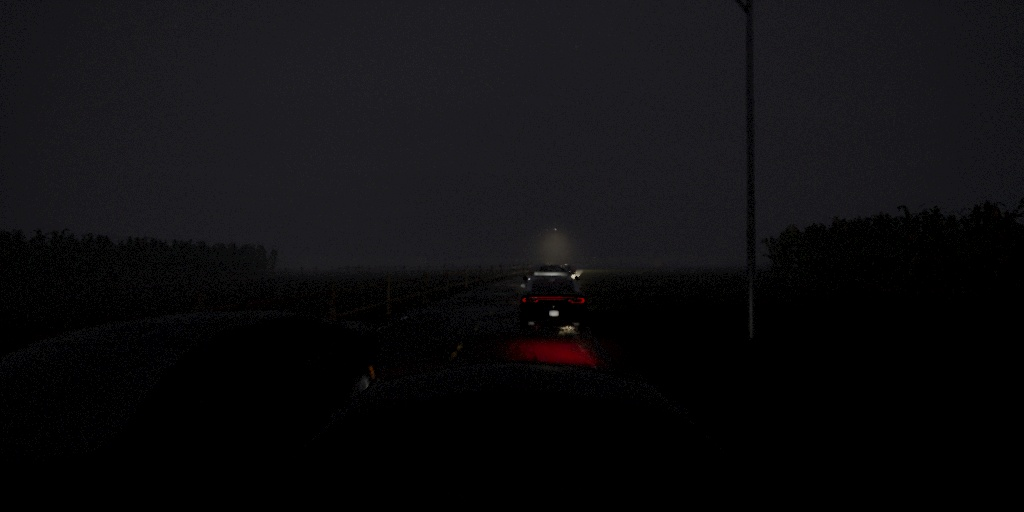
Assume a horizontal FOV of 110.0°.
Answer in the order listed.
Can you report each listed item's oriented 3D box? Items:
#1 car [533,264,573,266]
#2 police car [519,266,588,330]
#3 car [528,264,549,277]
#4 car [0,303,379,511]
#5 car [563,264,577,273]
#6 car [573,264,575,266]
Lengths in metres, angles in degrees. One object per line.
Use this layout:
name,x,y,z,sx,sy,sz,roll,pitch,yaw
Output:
car,2.399,1.312,21.369,2.097,1.767,4.553,0,-1,9
police car,1.277,1.286,11.726,1.930,1.638,5.238,0,-1,5
car,3.298,1.713,43.676,1.812,1.442,4.674,0,-1,13
car,-2.748,1.237,2.771,1.882,1.535,5.008,0,-1,2
car,9.229,1.924,57.114,1.895,1.301,4.718,0,-1,13
car,7.024,1.789,47.269,1.994,1.385,4.181,0,-1,14
